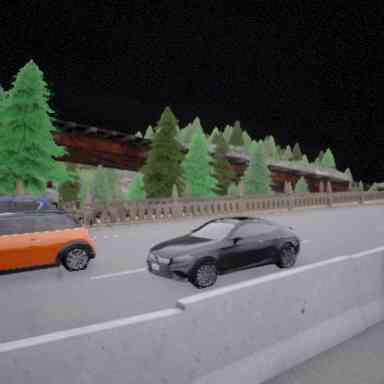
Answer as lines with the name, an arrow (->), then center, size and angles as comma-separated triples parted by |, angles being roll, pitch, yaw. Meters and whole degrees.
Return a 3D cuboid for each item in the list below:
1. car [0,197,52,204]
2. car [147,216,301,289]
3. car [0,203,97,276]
car -> -7.507, 1.217, 11.535 | 5.566, 2.045, 2.150 | -1, 1, -36
car -> 1.048, 1.422, 9.040 | 4.674, 1.442, 1.812 | -2, 1, -35
car -> -5.055, 1.340, 8.984 | 4.553, 1.767, 2.097 | -1, 1, -36
